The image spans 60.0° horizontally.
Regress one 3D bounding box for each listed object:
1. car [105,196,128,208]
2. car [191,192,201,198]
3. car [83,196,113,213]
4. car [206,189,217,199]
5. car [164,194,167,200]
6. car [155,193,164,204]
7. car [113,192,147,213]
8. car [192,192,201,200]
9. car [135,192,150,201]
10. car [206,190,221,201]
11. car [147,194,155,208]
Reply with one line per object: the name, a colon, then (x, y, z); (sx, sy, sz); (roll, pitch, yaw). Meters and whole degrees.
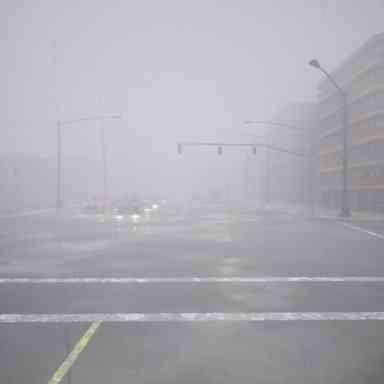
car: (-9.813, 1.328, 43.569); (1.994, 1.385, 4.181); (0, 1, 0)
car: (0.876, 0.672, 75.837); (2.033, 1.411, 5.357); (0, 0, 0)
car: (-9.837, 1.236, 34.926); (2.097, 1.767, 4.553); (0, 1, 0)
car: (4.376, 0.452, 75.735); (2.150, 2.045, 5.566); (0, 0, 0)
car: (-6.162, 0.952, 67.474); (1.895, 1.301, 4.718); (0, 1, 1)
car: (-6.276, 1.079, 53.862); (2.128, 1.511, 4.902); (0, 1, 0)
car: (-6.339, 1.237, 34.584); (2.097, 1.767, 4.553); (0, 1, 0)
car: (0.848, 0.980, 65.860); (1.895, 1.301, 4.718); (0, 1, 0)
car: (-9.689, 0.881, 65.150); (2.128, 1.511, 4.902); (0, 1, 1)
car: (4.447, 0.613, 65.119); (2.150, 2.045, 5.566); (0, 1, 0)
car: (-6.314, 1.291, 43.467); (1.812, 1.442, 4.674); (0, 1, 0)
